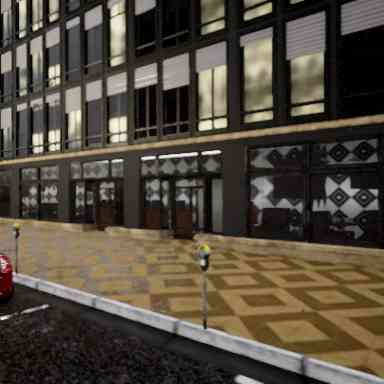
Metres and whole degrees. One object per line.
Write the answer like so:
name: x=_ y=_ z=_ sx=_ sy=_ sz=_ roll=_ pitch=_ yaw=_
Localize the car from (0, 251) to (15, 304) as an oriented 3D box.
car: x=-5.444 y=1.389 z=6.766 sx=4.097 sy=1.590 sz=1.967 roll=0 pitch=0 yaw=35
